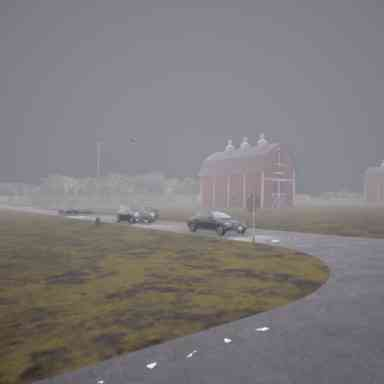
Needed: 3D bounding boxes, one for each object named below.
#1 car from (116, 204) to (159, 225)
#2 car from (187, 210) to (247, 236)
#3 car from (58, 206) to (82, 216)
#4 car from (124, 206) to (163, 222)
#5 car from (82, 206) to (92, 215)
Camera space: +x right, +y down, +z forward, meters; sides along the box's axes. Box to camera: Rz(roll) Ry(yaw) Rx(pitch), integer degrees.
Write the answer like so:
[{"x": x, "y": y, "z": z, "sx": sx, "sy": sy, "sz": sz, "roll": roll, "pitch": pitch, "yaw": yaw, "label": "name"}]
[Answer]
[{"x": -5.281, "y": 2.025, "z": 30.801, "sx": 2.097, "sy": 1.767, "sz": 4.553, "roll": 1, "pitch": -2, "yaw": -35, "label": "car"}, {"x": 1.467, "y": 1.911, "z": 21.413, "sx": 1.812, "sy": 1.442, "sz": 4.674, "roll": 1, "pitch": -2, "yaw": -36, "label": "car"}, {"x": -18.188, "y": 2.810, "z": 48.885, "sx": 1.895, "sy": 1.301, "sz": 4.718, "roll": 1, "pitch": -2, "yaw": -35, "label": "car"}, {"x": -5.350, "y": 2.327, "z": 35.932, "sx": 2.128, "sy": 1.511, "sz": 4.902, "roll": 1, "pitch": -2, "yaw": -36, "label": "car"}, {"x": -17.431, "y": 2.877, "z": 52.708, "sx": 2.033, "sy": 1.411, "sz": 5.357, "roll": 1, "pitch": -2, "yaw": -35, "label": "car"}]
